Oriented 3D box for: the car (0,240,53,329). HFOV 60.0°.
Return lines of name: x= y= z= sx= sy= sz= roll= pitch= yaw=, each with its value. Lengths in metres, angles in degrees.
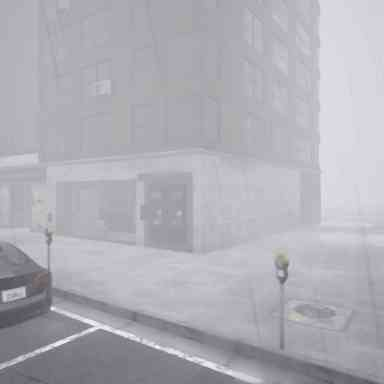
car: x=-4.338 y=1.565 z=6.181 sx=4.313 sy=1.339 sz=1.947 roll=0 pitch=0 yaw=36
